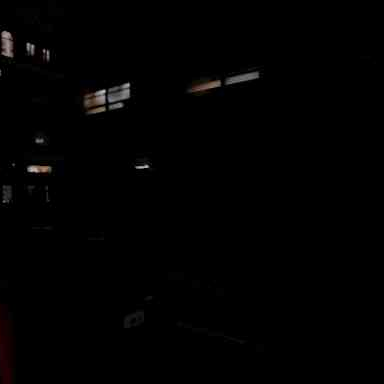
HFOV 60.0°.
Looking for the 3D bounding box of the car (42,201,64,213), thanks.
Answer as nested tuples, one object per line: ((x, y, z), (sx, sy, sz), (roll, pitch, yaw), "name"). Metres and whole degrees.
((-8.488, 1.518, 25.012), (1.947, 1.339, 4.313), (1, 1, 35), "car")

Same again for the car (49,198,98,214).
((-12.121, 1.418, 34.419), (1.887, 1.381, 4.507), (1, 1, 35), "car")

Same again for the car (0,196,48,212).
((-15.322, 1.269, 29.855), (2.192, 1.841, 5.009), (1, 1, 35), "car")

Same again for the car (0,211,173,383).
((-2.511, 1.352, 4.656), (5.009, 1.841, 2.192), (-1, 0, 36), "car")

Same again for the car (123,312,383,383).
((1.992, 1.538, 1.446), (4.507, 1.381, 1.887), (-1, 0, 35), "car")
